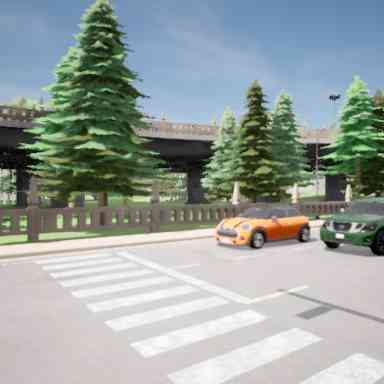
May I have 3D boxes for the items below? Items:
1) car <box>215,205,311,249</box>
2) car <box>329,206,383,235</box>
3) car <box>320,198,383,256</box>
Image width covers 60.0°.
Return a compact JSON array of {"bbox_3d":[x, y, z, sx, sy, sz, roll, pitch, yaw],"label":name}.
[{"bbox_3d":[3.203,1.393,14.829,4.553,1.767,2.097,0,0,-35],"label":"car"},{"bbox_3d":[10.308,1.619,19.747,4.181,1.385,1.994,0,0,-34],"label":"car"},{"bbox_3d":[7.670,1.260,13.689,5.566,2.045,2.150,0,0,-34],"label":"car"}]
